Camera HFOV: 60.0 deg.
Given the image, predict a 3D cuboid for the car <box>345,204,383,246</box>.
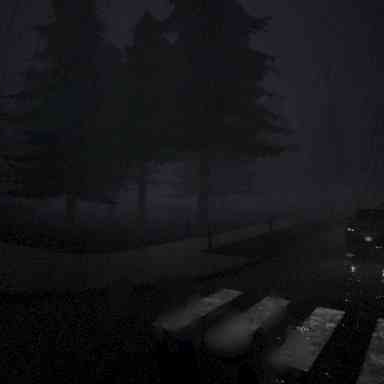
[{"bbox_3d":[7.937,1.482,14.399,2.128,1.511,4.902,0,0,34],"label":"car"}]
